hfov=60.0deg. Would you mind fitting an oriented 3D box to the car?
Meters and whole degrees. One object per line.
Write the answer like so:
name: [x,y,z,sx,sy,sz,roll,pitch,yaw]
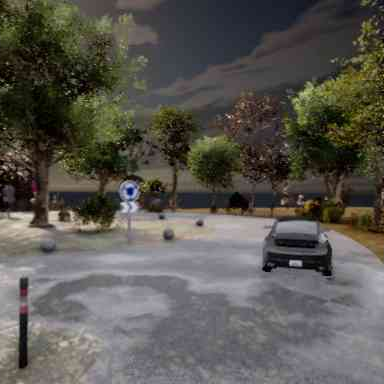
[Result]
car: [3.369,1.556,10.790,1.837,1.490,4.892,1,1,17]
